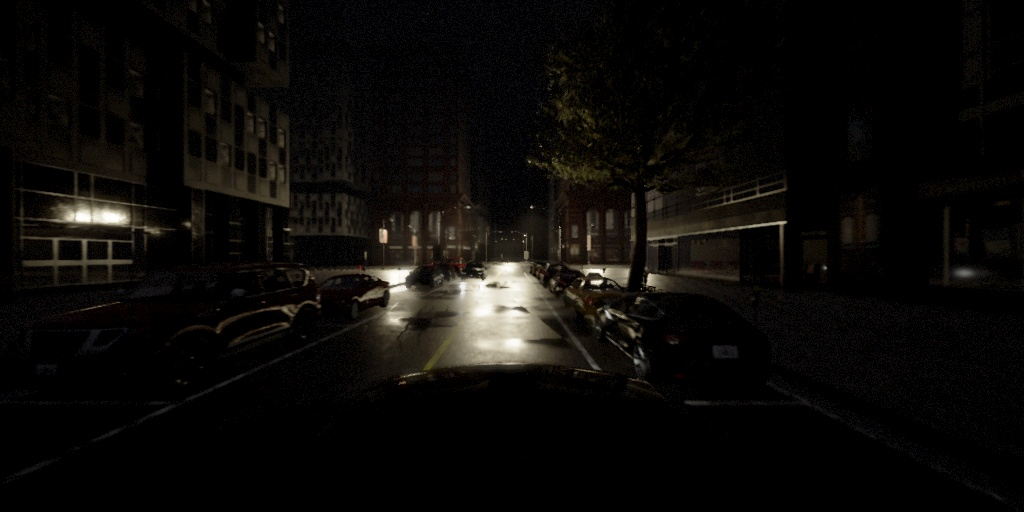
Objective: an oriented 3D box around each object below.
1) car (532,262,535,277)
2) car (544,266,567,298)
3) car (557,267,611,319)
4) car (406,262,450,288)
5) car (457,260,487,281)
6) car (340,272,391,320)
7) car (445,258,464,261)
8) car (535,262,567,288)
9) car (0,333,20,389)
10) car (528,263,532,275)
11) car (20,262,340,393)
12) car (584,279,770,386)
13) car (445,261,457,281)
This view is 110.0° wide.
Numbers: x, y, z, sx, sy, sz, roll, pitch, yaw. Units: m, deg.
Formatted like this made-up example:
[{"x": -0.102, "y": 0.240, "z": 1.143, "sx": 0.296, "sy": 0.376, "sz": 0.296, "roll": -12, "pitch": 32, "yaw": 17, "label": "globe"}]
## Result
[{"x": 2.856, "y": 1.342, "z": 29.434, "sx": 1.802, "sy": 1.307, "sz": 4.207, "roll": 0, "pitch": 0, "yaw": 0, "label": "car"}, {"x": 2.856, "y": 1.334, "z": 18.156, "sx": 1.802, "sy": 1.307, "sz": 4.207, "roll": 0, "pitch": 0, "yaw": 0, "label": "car"}, {"x": 2.857, "y": 1.275, "z": 12.687, "sx": 1.751, "sy": 1.417, "sz": 4.829, "roll": 0, "pitch": 0, "yaw": 0, "label": "car"}, {"x": -5.669, "y": 1.320, "z": 23.800, "sx": 1.948, "sy": 1.339, "sz": 4.313, "roll": 0, "pitch": 0, "yaw": 0, "label": "car"}, {"x": -3.095, "y": 1.267, "z": 29.707, "sx": 1.837, "sy": 1.490, "sz": 4.892, "roll": 0, "pitch": 0, "yaw": 0, "label": "car"}, {"x": -5.668, "y": 1.295, "z": 12.522, "sx": 1.888, "sy": 1.381, "sz": 4.507, "roll": 0, "pitch": 0, "yaw": 0, "label": "car"}, {"x": -5.670, "y": 1.081, "z": 35.075, "sx": 2.192, "sy": 1.841, "sz": 5.009, "roll": 0, "pitch": 0, "yaw": 0, "label": "car"}, {"x": 2.856, "y": 1.195, "z": 23.795, "sx": 1.967, "sy": 1.591, "sz": 4.097, "roll": 0, "pitch": 0, "yaw": 0, "label": "car"}, {"x": -5.668, "y": 1.316, "z": 1.245, "sx": 1.948, "sy": 1.339, "sz": 4.313, "roll": 0, "pitch": 0, "yaw": 0, "label": "car"}, {"x": 2.855, "y": 1.333, "z": 35.073, "sx": 1.948, "sy": 1.339, "sz": 4.313, "roll": 0, "pitch": 0, "yaw": 0, "label": "car"}, {"x": -5.668, "y": 1.064, "z": 6.883, "sx": 2.192, "sy": 1.841, "sz": 5.009, "roll": 0, "pitch": 0, "yaw": 0, "label": "car"}, {"x": 2.857, "y": 1.315, "z": 6.877, "sx": 1.948, "sy": 1.339, "sz": 4.313, "roll": 0, "pitch": 0, "yaw": 0, "label": "car"}, {"x": -5.670, "y": 1.326, "z": 29.437, "sx": 1.948, "sy": 1.339, "sz": 4.313, "roll": 0, "pitch": 0, "yaw": 0, "label": "car"}]
